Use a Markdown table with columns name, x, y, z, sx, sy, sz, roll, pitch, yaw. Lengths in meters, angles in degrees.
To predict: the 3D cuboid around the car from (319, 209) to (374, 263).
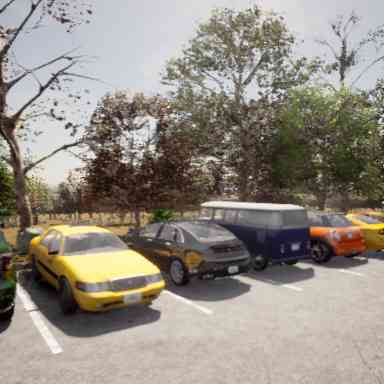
| name | x | y | z | sx | sy | sz | roll | pitch | yaw |
| --- | --- | --- | --- | --- | --- | --- | --- | --- | --- |
| car | 4.102 | 1.490 | 12.932 | 2.185 | 1.767 | 4.553 | 1 | -1 | -35 |

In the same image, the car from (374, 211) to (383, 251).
| name | x | y | z | sx | sy | sz | roll | pitch | yaw |
| --- | --- | --- | --- | --- | --- | --- | --- | --- | --- |
| car | 6.240 | 1.651 | 14.487 | 2.097 | 1.535 | 5.008 | 1 | -1 | -35 |

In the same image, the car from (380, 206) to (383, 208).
| name | x | y | z | sx | sy | sz | roll | pitch | yaw |
| --- | --- | --- | --- | --- | --- | --- | --- | --- | --- |
| car | 10.857 | 1.728 | 17.771 | 2.231 | 1.521 | 4.892 | 1 | -1 | -35 |

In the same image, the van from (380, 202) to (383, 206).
| name | x | y | z | sx | sy | sz | roll | pitch | yaw |
| --- | --- | --- | --- | --- | --- | --- | --- | --- | --- |
| van | 13.045 | 1.538 | 19.479 | 1.878 | 1.987 | 4.442 | 1 | -1 | -35 |

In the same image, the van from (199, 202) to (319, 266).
| name | x | y | z | sx | sy | sz | roll | pitch | yaw |
| --- | --- | --- | --- | --- | --- | --- | --- | --- | --- |
| van | 1.761 | 1.353 | 11.448 | 1.878 | 1.987 | 4.442 | 1 | -1 | -35 |

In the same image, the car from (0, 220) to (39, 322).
| name | x | y | z | sx | sy | sz | roll | pitch | yaw |
| --- | --- | --- | --- | --- | --- | --- | --- | --- | --- |
| car | -4.956 | 1.224 | 6.560 | 2.435 | 2.045 | 5.566 | 0 | 0 | -35 |

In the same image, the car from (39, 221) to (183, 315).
| name | x | y | z | sx | sy | sz | roll | pitch | yaw |
| --- | --- | --- | --- | --- | --- | --- | --- | --- | --- |
| car | -2.579 | 1.503 | 7.990 | 1.946 | 1.575 | 5.366 | 1 | 0 | -35 |

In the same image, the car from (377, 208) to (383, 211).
| name | x | y | z | sx | sy | sz | roll | pitch | yaw |
| --- | --- | --- | --- | --- | --- | --- | --- | --- | --- |
| car | 8.600 | 1.690 | 16.165 | 2.097 | 1.535 | 5.008 | 1 | -1 | -35 |

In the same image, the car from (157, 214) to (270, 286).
| name | x | y | z | sx | sy | sz | roll | pitch | yaw |
| --- | --- | --- | --- | --- | --- | --- | --- | --- | --- |
| car | -0.428 | 1.543 | 9.740 | 2.231 | 1.521 | 4.892 | 1 | -1 | -35 |
